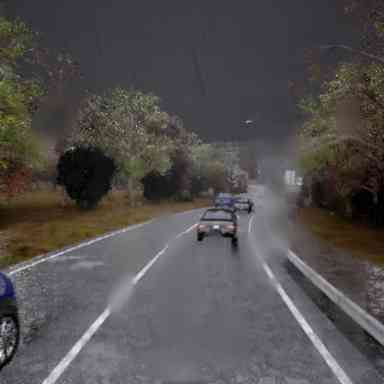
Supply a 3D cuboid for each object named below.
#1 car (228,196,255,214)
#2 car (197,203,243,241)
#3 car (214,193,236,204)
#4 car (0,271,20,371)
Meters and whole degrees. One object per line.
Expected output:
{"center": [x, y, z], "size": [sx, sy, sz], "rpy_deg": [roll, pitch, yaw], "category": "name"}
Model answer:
{"center": [5.743, 1.497, 36.502], "size": [2.128, 1.511, 4.902], "rpy_deg": [2, 0, 16], "category": "car"}
{"center": [1.359, 1.532, 16.585], "size": [2.033, 1.411, 5.357], "rpy_deg": [1, 0, 8], "category": "car"}
{"center": [4.708, 1.143, 45.550], "size": [2.150, 2.045, 5.566], "rpy_deg": [2, 0, 19], "category": "car"}
{"center": [-3.422, 1.333, 2.572], "size": [2.097, 1.767, 4.553], "rpy_deg": [0, 0, 2], "category": "car"}
